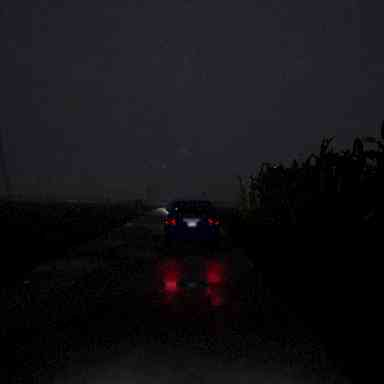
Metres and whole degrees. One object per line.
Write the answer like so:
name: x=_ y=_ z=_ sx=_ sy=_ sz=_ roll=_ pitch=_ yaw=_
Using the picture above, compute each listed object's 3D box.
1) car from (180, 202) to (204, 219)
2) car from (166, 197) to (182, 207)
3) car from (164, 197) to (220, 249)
car: x=0.001 y=1.611 z=29.711 sx=1.895 sy=1.301 sz=4.718 roll=0 pitch=0 yaw=0
car: x=-2.749 y=1.535 z=51.703 sx=2.128 sy=1.511 sz=4.902 roll=0 pitch=0 yaw=0
car: x=0.000 y=1.249 z=14.692 sx=2.150 sy=2.045 sz=5.566 roll=0 pitch=0 yaw=0
